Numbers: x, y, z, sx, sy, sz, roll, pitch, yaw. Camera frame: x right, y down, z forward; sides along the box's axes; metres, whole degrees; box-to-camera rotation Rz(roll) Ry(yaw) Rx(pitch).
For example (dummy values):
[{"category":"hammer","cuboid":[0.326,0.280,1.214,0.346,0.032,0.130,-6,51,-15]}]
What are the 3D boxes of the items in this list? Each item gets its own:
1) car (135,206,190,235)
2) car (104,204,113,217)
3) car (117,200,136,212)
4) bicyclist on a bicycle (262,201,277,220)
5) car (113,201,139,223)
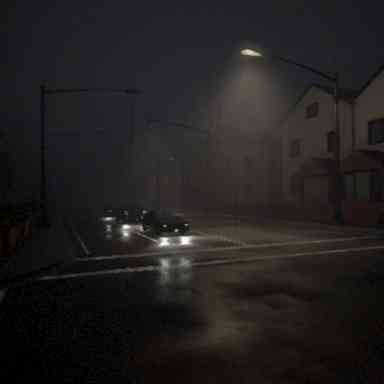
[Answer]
[{"category":"car","cuboid":[-1.887,1.847,21.322,2.033,1.411,5.357,0,-1,-22]},{"category":"car","cuboid":[-9.243,2.137,39.223,1.812,1.442,4.674,0,-1,-22]},{"category":"car","cuboid":[-10.048,2.120,50.838,2.097,1.767,4.553,0,-1,-22]},{"category":"bicyclist on a bicycle","cuboid":[6.779,1.603,29.119,1.656,1.620,0.582,-1,-1,-22]},{"category":"car","cuboid":[-5.493,1.804,30.076,2.097,1.767,4.553,0,-1,-22]}]
